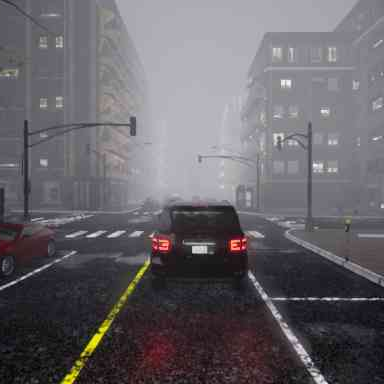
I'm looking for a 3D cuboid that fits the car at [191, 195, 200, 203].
[{"bbox_3d":[0.784,1.477,71.959,1.882,1.535,5.008,0,0,1],"label":"car"}]

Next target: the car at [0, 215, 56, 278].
[{"bbox_3d":[-5.598,1.581,10.107,1.802,1.307,4.206,0,0,1],"label":"car"}]

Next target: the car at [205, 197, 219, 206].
[{"bbox_3d":[3.249,1.549,53.697,2.008,1.369,4.403,0,0,1],"label":"car"}]

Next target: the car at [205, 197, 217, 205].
[{"bbox_3d":[3.309,1.544,59.335,1.887,1.381,4.507,0,0,1],"label":"car"}]

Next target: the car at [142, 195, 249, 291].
[{"bbox_3d":[0.180,1.221,9.184,2.150,2.045,5.566,0,0,1],"label":"car"}]

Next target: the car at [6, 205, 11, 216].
[{"bbox_3d":[-16.117,1.095,24.864,4.553,1.767,2.097,1,0,-1],"label":"car"}]

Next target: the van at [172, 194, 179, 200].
[{"bbox_3d":[-4.709,1.340,93.261,1.690,1.788,3.998,0,0,1],"label":"van"}]

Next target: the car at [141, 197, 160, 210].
[{"bbox_3d":[-5.252,1.438,42.516,1.967,1.590,4.097,0,0,1],"label":"car"}]

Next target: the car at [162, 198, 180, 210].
[{"bbox_3d":[-2.634,1.562,43.141,1.994,1.385,4.181,0,0,2],"label":"car"}]

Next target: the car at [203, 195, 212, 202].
[{"bbox_3d":[3.490,1.440,76.251,1.967,1.590,4.097,0,0,1],"label":"car"}]

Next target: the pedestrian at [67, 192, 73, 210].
[{"bbox_3d":[-12.367,0.902,33.584,0.375,1.860,0.375,0,-1,0],"label":"pedestrian"}]

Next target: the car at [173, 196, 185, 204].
[{"bbox_3d":[-2.399,1.563,62.791,1.994,1.385,4.181,0,0,1],"label":"car"}]
